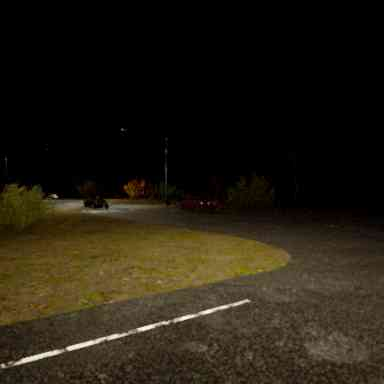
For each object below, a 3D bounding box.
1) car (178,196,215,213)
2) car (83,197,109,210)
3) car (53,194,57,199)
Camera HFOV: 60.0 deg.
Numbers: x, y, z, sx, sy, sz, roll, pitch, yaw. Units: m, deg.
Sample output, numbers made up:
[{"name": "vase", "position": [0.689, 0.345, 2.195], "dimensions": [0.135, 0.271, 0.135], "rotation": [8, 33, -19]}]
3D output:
[{"name": "car", "position": [0.407, 1.208, 35.782], "dimensions": [2.097, 1.767, 4.553], "rotation": [0, 0, -37]}, {"name": "car", "position": [-11.574, 1.339, 39.979], "dimensions": [1.837, 1.490, 4.892], "rotation": [0, 0, -37]}, {"name": "car", "position": [-34.370, 1.058, 81.528], "dimensions": [1.812, 1.442, 4.674], "rotation": [0, 0, -37]}]
